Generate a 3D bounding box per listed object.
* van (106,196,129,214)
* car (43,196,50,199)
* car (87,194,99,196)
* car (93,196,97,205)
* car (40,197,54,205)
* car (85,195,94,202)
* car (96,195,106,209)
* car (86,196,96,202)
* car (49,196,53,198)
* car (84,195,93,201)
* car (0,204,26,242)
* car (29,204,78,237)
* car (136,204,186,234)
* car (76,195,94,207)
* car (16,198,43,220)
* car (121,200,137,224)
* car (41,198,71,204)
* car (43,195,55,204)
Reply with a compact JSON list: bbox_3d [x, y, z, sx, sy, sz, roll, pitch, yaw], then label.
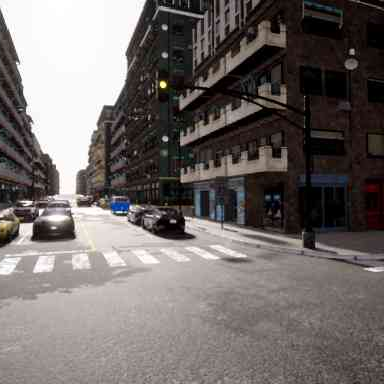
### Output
[{"bbox_3d":[-7.665,1.368,35.160,1.690,1.788,3.998,1,0,-21],"label":"van"},{"bbox_3d":[-21.471,1.587,48.054,1.887,1.381,4.507,1,0,-21],"label":"car"},{"bbox_3d":[-17.596,1.368,61.568,2.192,1.841,5.009,1,0,-21],"label":"car"},{"bbox_3d":[-13.628,1.624,51.003,1.802,1.307,4.206,1,0,-21],"label":"car"},{"bbox_3d":[-25.443,1.604,58.617,2.008,1.369,4.403,1,0,-21],"label":"car"},{"bbox_3d":[-25.604,1.601,82.853,1.752,1.417,4.829,1,0,-21],"label":"car"},{"bbox_3d":[-11.700,1.563,45.881,1.752,1.417,4.829,1,0,-21],"label":"car"},{"bbox_3d":[-23.558,1.621,77.411,2.008,1.369,4.403,1,0,-21],"label":"car"},{"bbox_3d":[-14.182,1.507,36.081,1.882,1.535,5.008,0,0,-20],"label":"car"},{"bbox_3d":[-27.530,1.632,87.974,2.008,1.369,4.403,1,0,-21],"label":"car"},{"bbox_3d":[-9.494,1.539,16.206,1.752,1.417,4.829,1,0,-21],"label":"car"},{"bbox_3d":[-7.490,1.578,18.199,1.994,1.385,4.181,0,0,-21],"label":"car"},{"bbox_3d":[-1.711,1.580,19.314,1.947,1.339,4.313,1,0,-21],"label":"car"},{"bbox_3d":[-17.350,1.609,53.508,1.994,1.385,4.181,0,0,-21],"label":"car"},{"bbox_3d":[-13.525,1.463,26.928,1.967,1.590,4.097,1,0,-21],"label":"car"},{"bbox_3d":[-3.697,1.569,24.596,2.008,1.369,4.403,1,0,-21],"label":"car"},{"bbox_3d":[-10.555,1.499,26.359,1.882,1.535,5.008,0,0,-21],"label":"car"},{"bbox_3d":[-27.428,1.498,63.899,1.967,1.590,4.097,1,0,-21],"label":"car"}]
